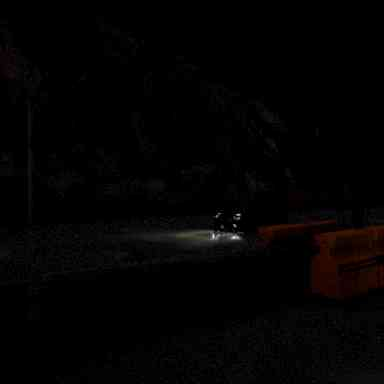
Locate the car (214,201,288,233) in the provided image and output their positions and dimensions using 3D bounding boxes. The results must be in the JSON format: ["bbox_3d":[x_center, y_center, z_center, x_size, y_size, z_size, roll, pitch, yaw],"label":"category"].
[{"bbox_3d":[3.469,1.314,19.344,4.553,1.767,2.097,0,0,-35],"label":"car"}]
